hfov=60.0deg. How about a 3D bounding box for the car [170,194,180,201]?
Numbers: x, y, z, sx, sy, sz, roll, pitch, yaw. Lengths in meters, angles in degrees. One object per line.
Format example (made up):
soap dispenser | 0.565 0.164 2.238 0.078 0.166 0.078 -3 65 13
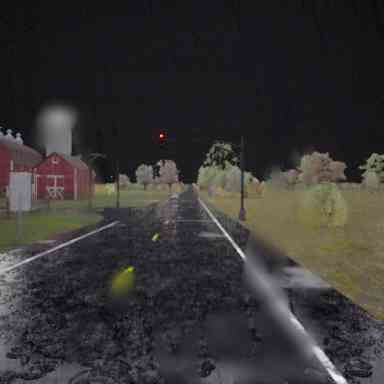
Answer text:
car | -3.503 1.110 70.369 1.994 1.385 4.181 0 0 0
